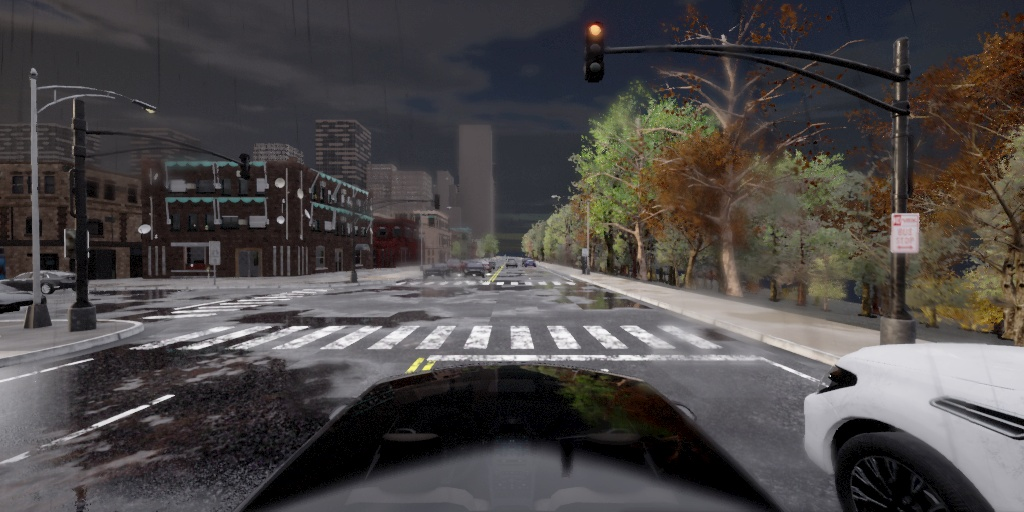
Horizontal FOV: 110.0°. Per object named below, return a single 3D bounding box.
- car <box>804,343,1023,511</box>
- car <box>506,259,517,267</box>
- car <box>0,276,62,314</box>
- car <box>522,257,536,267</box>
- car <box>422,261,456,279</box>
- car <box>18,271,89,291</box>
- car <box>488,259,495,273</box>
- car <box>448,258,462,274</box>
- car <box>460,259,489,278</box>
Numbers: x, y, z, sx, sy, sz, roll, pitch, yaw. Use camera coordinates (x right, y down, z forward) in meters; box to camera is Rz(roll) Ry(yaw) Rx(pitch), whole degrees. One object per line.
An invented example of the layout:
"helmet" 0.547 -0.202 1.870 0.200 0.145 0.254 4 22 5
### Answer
"car" 3.355 0.972 0.382 2.150 2.045 5.566 0 0 0
"car" -0.038 1.290 64.092 1.994 1.385 4.181 0 0 0
"car" -19.971 1.564 13.138 4.313 1.339 1.948 0 0 0
"car" 3.220 1.252 64.052 1.812 1.442 4.674 0 0 0
"car" -6.670 1.341 32.486 1.895 1.301 4.718 0 0 0
"car" -28.321 1.559 21.633 4.403 1.370 2.007 0 0 0
"car" -3.424 1.261 43.338 1.812 1.442 4.674 0 0 0
"car" -6.672 1.088 41.571 2.097 1.767 4.553 0 0 0
"car" -3.438 1.287 33.875 2.033 1.411 5.357 0 0 -4
